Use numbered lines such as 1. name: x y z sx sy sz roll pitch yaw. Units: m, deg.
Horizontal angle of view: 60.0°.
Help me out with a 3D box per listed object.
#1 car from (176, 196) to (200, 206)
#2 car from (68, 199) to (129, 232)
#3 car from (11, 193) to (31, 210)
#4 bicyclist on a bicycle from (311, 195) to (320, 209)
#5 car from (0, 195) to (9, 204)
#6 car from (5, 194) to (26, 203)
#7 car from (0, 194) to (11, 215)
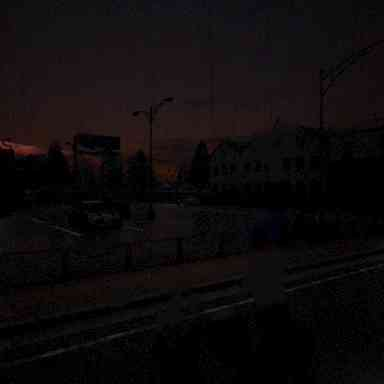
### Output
1. car: -0.586 1.347 50.252 1.812 1.442 4.674 0 0 -35
2. car: -5.261 1.247 17.929 1.970 1.475 3.806 0 0 -36
3. car: -19.776 1.092 38.195 1.905 1.878 3.866 0 0 -36
4. bicyclist on a bicycle: 13.719 1.121 36.870 1.656 1.620 0.582 0 0 -35
5. car: -39.139 1.495 66.149 4.611 1.667 2.242 0 0 -36
6. car: -38.912 1.327 73.278 3.866 1.878 1.905 0 0 -36
7. car: -17.864 1.112 29.885 1.932 1.855 4.605 0 0 -36
